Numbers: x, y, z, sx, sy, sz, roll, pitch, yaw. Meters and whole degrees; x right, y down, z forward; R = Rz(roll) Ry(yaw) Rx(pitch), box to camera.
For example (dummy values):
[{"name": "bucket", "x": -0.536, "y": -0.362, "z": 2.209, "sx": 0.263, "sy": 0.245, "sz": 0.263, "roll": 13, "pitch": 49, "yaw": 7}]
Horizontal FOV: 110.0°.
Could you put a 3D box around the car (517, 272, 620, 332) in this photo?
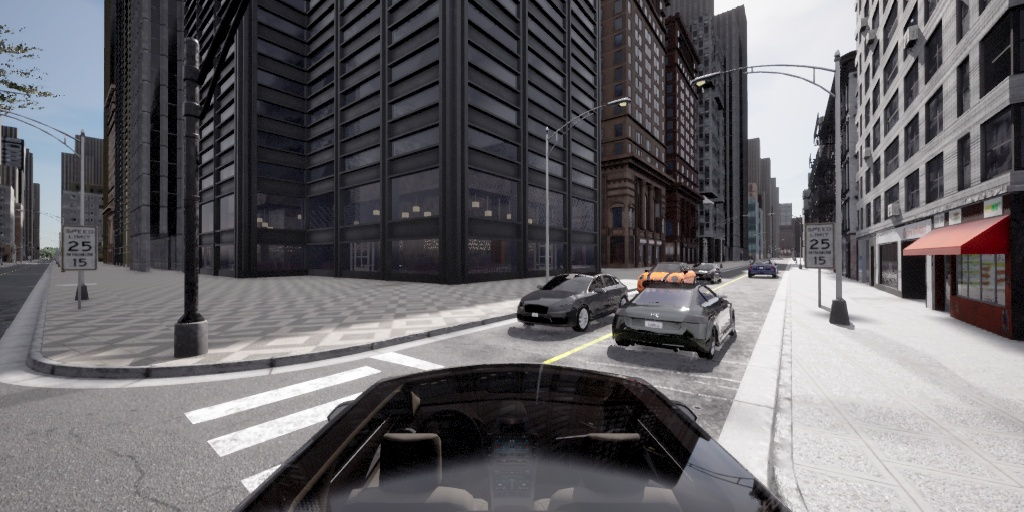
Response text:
[{"name": "car", "x": 2.084, "y": 1.268, "z": 11.185, "sx": 1.837, "sy": 1.490, "sz": 4.892, "roll": 0, "pitch": 0, "yaw": 38}]

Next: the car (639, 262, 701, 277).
[{"name": "car", "x": 8.398, "y": 1.111, "z": 19.302, "sx": 2.097, "sy": 1.767, "sz": 4.553, "roll": 0, "pitch": 0, "yaw": 38}]

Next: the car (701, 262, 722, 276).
[{"name": "car", "x": 14.695, "y": 1.259, "z": 27.379, "sx": 1.837, "sy": 1.490, "sz": 4.892, "roll": 0, "pitch": 0, "yaw": 38}]

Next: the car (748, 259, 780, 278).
[{"name": "car", "x": 23.601, "y": 1.084, "z": 33.697, "sx": 2.097, "sy": 1.767, "sz": 4.553, "roll": 0, "pitch": 0, "yaw": 38}]

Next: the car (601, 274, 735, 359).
[{"name": "car", "x": 4.006, "y": 1.312, "z": 8.606, "sx": 1.994, "sy": 1.385, "sz": 4.181, "roll": 0, "pitch": 0, "yaw": 38}]
